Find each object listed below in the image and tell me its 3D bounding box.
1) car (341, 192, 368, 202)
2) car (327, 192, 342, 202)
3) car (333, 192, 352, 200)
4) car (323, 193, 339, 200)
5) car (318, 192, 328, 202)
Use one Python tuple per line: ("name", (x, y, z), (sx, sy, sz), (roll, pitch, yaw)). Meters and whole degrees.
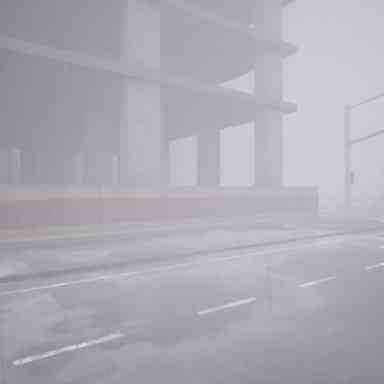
("car", (29.704, 1.178, 60.685), (3.806, 1.475, 1.970), (0, 0, -35))
("car", (28.033, 1.146, 63.049), (3.905, 1.438, 1.784), (0, 0, -35))
("car", (35.533, 0.881, 78.440), (4.605, 1.855, 1.932), (0, 0, -35))
("car", (33.913, 1.091, 80.842), (3.905, 1.438, 1.784), (0, 0, -35))
("car", (26.442, 0.936, 65.211), (4.605, 1.855, 1.932), (0, 0, -35))
